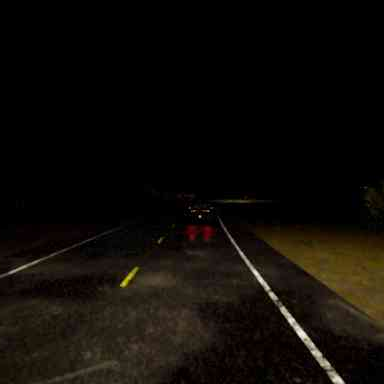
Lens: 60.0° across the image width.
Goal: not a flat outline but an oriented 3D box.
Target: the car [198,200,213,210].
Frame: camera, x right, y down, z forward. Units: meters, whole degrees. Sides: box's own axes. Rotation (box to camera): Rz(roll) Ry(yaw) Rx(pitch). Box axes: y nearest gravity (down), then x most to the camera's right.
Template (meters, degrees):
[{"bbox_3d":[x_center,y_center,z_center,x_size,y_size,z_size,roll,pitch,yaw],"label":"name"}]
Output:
[{"bbox_3d":[2.009,1.867,48.997,2.033,1.411,5.357,0,0,5],"label":"car"}]

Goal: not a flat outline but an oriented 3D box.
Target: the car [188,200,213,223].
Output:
[{"bbox_3d":[0.725,1.672,27.604,2.128,1.511,4.902,0,0,3],"label":"car"}]
